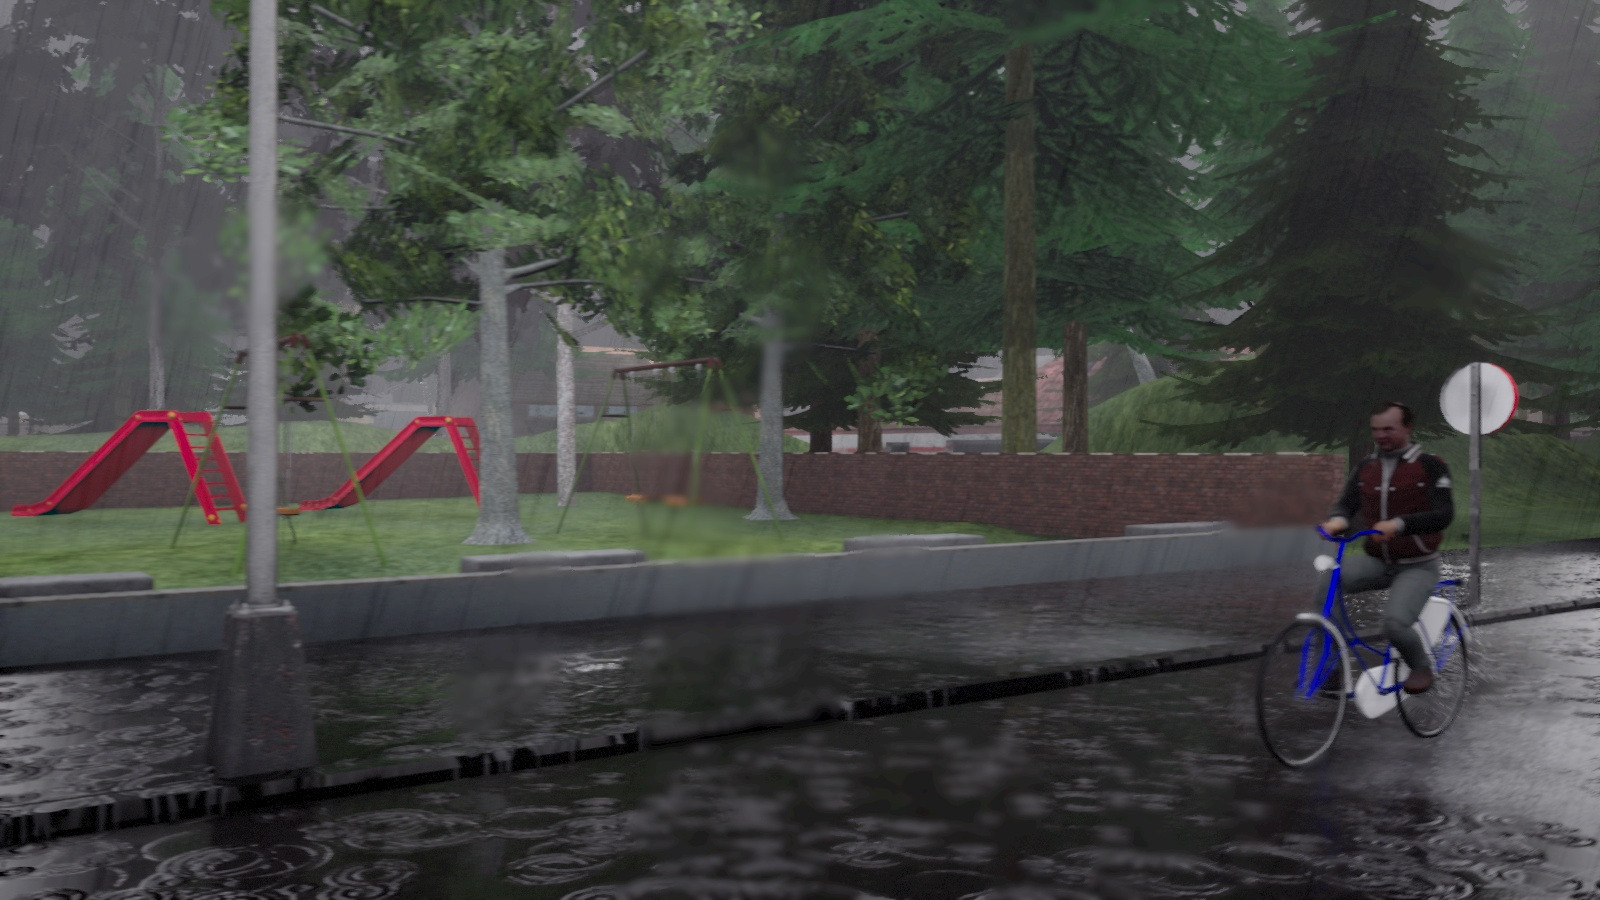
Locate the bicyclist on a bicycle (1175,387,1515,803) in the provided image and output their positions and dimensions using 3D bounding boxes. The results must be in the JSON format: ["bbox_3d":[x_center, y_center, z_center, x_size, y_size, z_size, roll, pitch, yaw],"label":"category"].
[{"bbox_3d":[2.708,0.625,6.161,1.843,1.776,0.659,0,0,-35],"label":"bicyclist on a bicycle"}]
